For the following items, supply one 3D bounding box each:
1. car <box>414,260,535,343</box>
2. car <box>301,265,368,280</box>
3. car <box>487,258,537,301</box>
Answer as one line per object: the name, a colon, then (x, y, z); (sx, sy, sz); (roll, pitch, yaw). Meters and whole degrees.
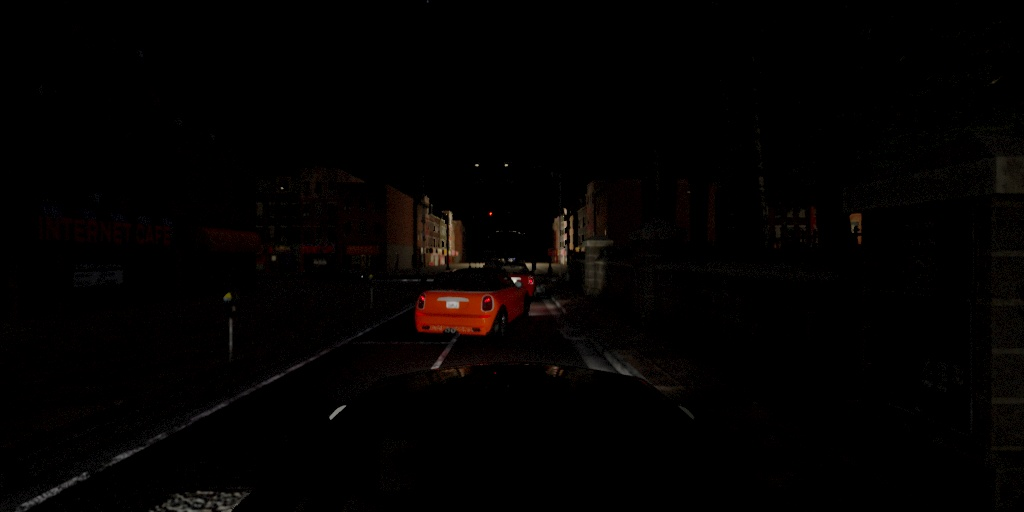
car: (-0.842, 1.106, 10.037); (2.097, 1.767, 4.553); (0, 0, 13)
car: (-14.391, 1.385, 29.261); (4.718, 1.301, 1.895); (0, 0, 3)
car: (0.045, 1.110, 17.453); (2.097, 1.767, 4.553); (0, 0, 1)
